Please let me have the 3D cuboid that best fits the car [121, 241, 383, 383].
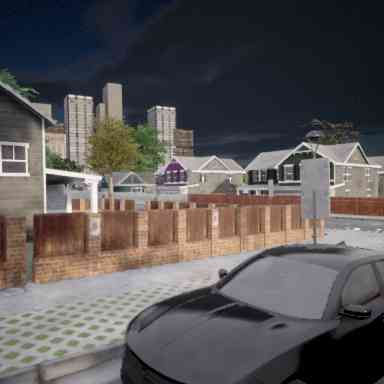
[{"bbox_3d":[1.542,1.478,4.349,5.008,1.535,1.882,0,0,-37],"label":"car"}]
